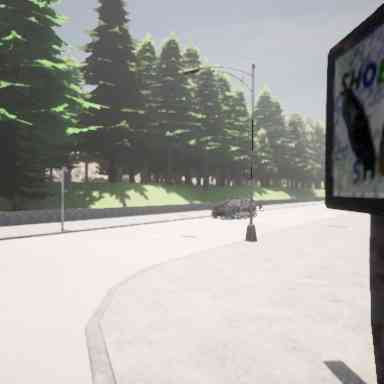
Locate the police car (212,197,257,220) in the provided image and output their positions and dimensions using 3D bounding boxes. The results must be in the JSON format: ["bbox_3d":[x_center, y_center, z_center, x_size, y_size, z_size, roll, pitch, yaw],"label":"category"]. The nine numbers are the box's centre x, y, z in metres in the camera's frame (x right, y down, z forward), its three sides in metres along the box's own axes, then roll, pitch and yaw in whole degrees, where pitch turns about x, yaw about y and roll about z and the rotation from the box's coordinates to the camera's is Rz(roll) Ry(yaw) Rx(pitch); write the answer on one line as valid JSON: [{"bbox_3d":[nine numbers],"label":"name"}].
[{"bbox_3d":[3.349,1.238,25.999,1.930,1.638,5.238,1,1,36],"label":"police car"}]
